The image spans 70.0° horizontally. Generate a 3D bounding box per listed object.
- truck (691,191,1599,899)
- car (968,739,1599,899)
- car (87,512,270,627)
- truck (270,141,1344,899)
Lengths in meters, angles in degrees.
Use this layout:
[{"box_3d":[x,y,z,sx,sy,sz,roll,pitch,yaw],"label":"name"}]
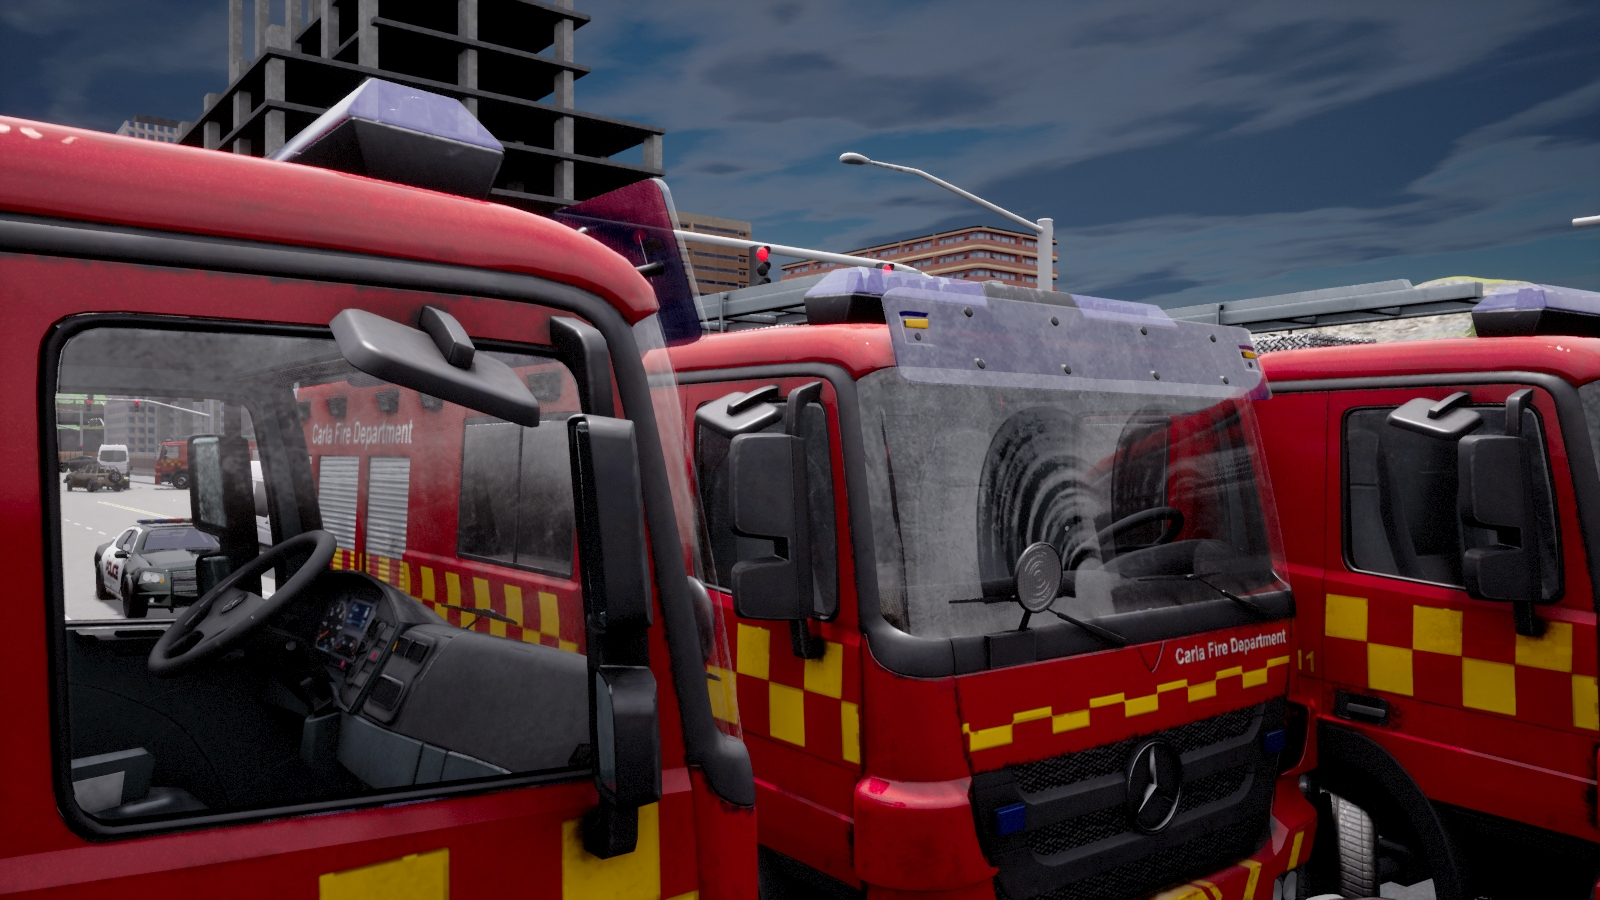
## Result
[{"box_3d":[2.348,0.890,8.605,2.891,3.827,8.468,0,0,-31],"label":"truck"},{"box_3d":[2.437,2.065,3.109,1.970,1.475,3.806,0,0,-30],"label":"car"},{"box_3d":[-11.386,2.037,20.746,2.038,1.542,4.974,0,0,-39],"label":"car"},{"box_3d":[-1.099,0.890,8.003,2.891,3.827,8.468,0,0,-38],"label":"truck"}]
